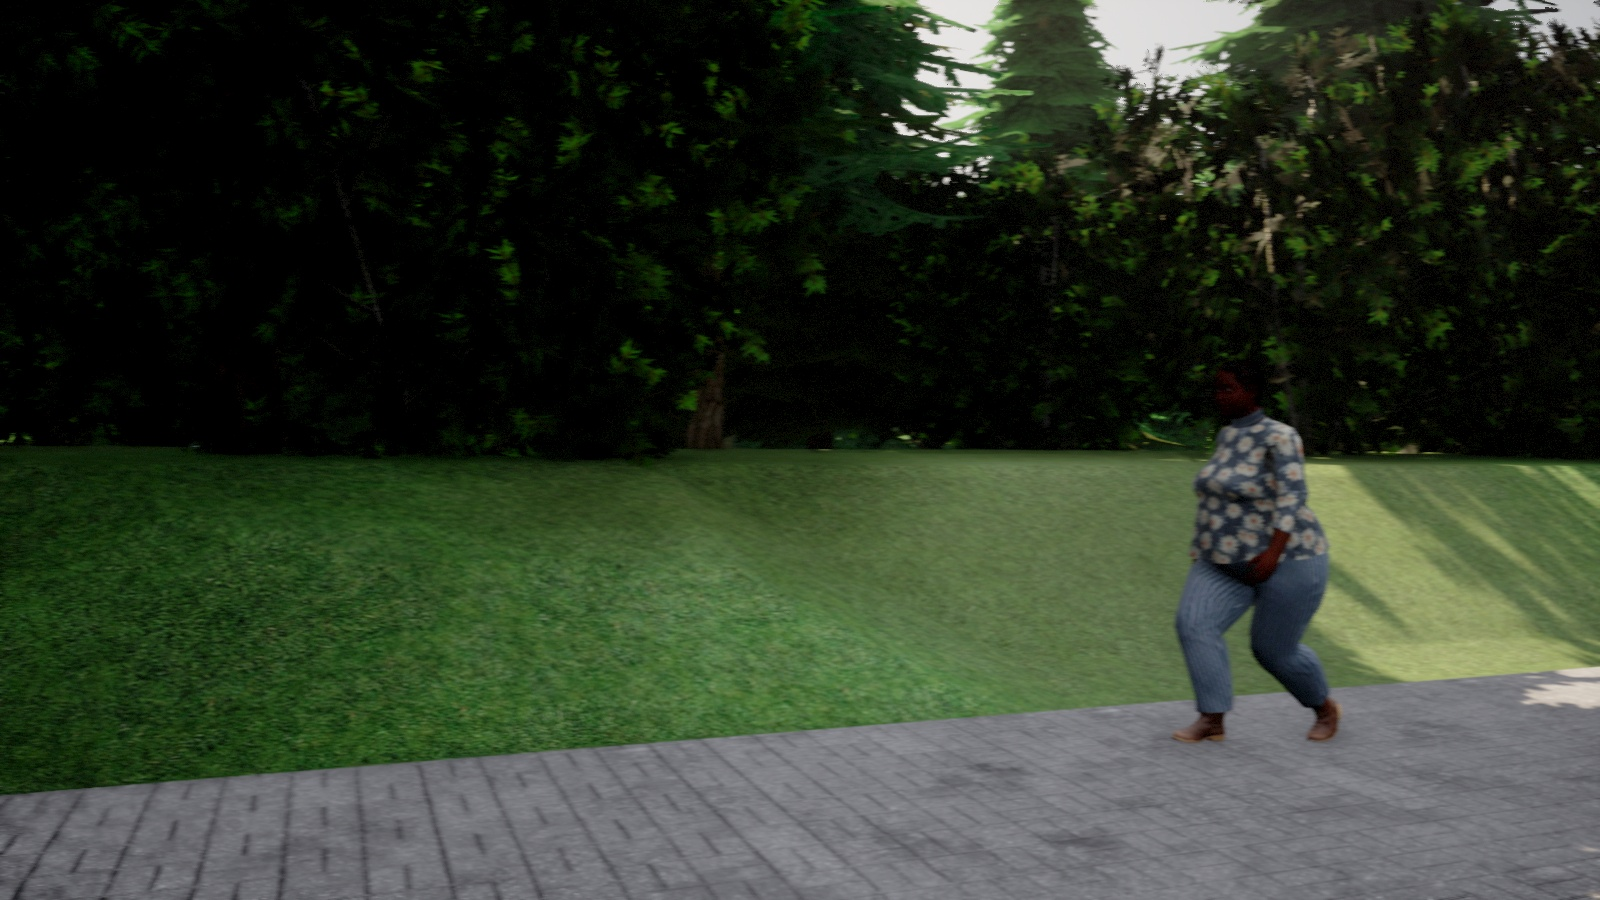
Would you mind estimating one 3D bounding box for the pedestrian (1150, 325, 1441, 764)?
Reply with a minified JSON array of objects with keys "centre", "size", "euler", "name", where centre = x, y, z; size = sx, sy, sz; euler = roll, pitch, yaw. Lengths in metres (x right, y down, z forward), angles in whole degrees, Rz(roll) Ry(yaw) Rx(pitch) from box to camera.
[{"centre":[2.286,0.388,5.864],"size":[0.900,1.855,0.874],"euler":[-1,1,-20],"name":"pedestrian"}]
